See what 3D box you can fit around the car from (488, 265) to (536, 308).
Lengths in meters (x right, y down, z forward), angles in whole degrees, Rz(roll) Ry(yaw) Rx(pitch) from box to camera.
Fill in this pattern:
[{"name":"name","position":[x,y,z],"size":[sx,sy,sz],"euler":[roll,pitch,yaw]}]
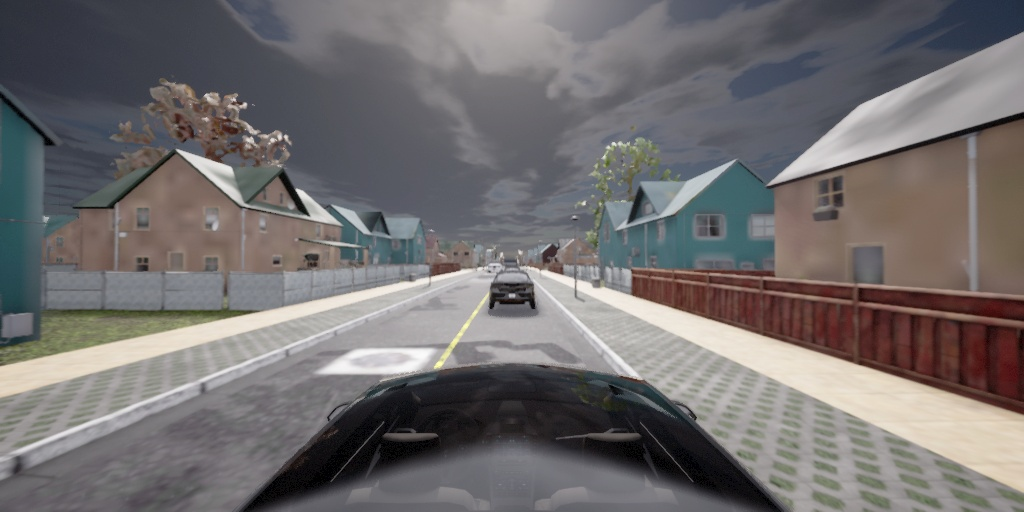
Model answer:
[{"name":"car","position":[0.032,1.375,16.094],"size":[1.882,1.535,5.008],"euler":[0,0,1]}]

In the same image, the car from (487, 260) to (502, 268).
[{"name":"car","position":[-2.746,1.712,58.388],"size":[2.150,2.045,5.566],"euler":[0,-1,0]}]
